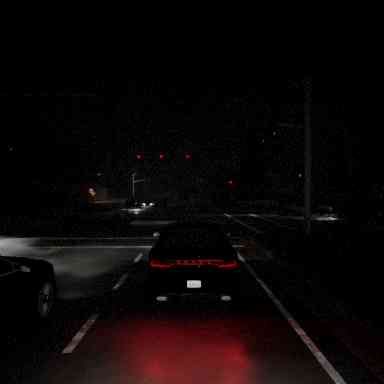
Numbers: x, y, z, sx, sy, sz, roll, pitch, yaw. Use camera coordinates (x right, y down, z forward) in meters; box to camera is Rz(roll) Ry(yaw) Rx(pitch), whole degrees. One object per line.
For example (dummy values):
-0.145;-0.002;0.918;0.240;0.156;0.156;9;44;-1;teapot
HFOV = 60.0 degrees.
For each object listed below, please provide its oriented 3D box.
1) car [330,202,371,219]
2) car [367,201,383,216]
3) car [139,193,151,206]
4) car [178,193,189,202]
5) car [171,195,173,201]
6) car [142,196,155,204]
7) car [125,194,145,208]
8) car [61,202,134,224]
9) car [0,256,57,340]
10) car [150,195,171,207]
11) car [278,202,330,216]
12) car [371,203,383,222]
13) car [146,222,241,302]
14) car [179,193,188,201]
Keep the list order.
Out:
14.762;1.567;28.945;4.181;1.385;1.994;0;0;-2;car
20.023;1.604;32.595;4.718;1.301;1.895;0;0;-2;car
-8.545;1.227;57.085;2.150;2.045;5.566;0;0;-1;car
-1.900;1.233;74.228;2.150;2.045;5.566;0;0;-1;car
-5.672;1.549;84.497;2.033;1.411;5.357;0;0;-1;car
-8.753;1.571;67.156;1.994;1.385;4.181;0;0;-1;car
-8.307;1.483;47.101;1.882;1.535;5.008;0;0;-1;car
-6.881;1.603;24.221;4.718;1.301;1.895;0;0;-4;car
-3.468;1.492;4.372;2.128;1.511;4.902;0;0;0;car
-4.689;1.497;50.428;2.128;1.511;4.902;0;0;-2;car
10.866;1.604;32.334;4.718;1.301;1.895;0;0;-2;car
15.088;1.550;21.749;5.357;1.411;2.033;0;0;-2;car
0.001;1.479;8.363;1.882;1.535;5.008;0;0;-1;car
-2.182;1.234;84.961;2.150;2.045;5.566;0;0;-1;car
